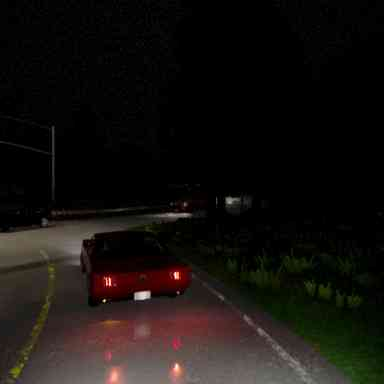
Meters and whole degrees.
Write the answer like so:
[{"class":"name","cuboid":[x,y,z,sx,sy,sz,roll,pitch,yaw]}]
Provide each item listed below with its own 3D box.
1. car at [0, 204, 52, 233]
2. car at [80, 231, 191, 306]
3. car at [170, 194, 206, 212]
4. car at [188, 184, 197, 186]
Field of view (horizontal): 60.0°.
[{"class":"car","cuboid":[-10.539,1.509,19.817,1.837,1.490,4.892,-3,-1,17]},{"class":"car","cuboid":[-1.678,1.600,8.145,1.895,1.301,4.718,0,0,-21]},{"class":"car","cuboid":[-0.161,1.045,33.103,2.097,1.767,4.553,0,3,37]},{"class":"car","cuboid":[0.142,-1.830,70.087,2.128,1.511,4.902,0,5,-1]}]
